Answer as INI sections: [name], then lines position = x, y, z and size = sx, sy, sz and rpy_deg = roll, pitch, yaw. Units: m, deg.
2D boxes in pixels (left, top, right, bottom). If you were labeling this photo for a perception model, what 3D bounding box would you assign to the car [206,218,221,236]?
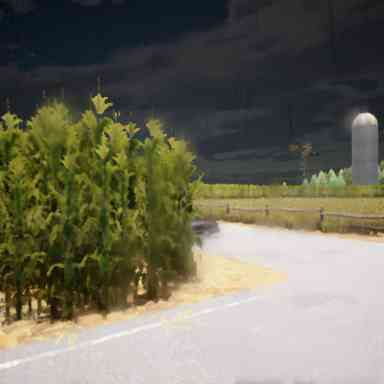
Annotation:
[car]
position = -0.826, 1.501, 17.454
size = 2.033, 1.411, 5.357
rpy_deg = 0, 0, -35
